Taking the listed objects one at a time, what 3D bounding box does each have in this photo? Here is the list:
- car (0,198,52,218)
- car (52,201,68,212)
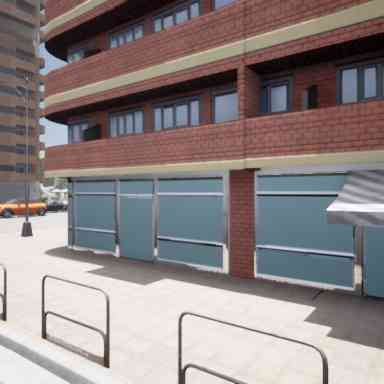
[{"bbox_3d":[-15.480,1.344,29.729,2.097,1.767,4.553,0,0,36],"label":"car"},{"bbox_3d":[-15.369,1.592,35.814,1.895,1.301,4.718,0,0,36],"label":"car"}]
